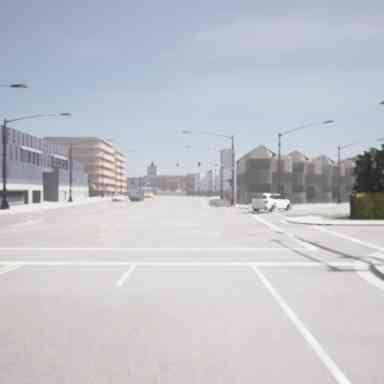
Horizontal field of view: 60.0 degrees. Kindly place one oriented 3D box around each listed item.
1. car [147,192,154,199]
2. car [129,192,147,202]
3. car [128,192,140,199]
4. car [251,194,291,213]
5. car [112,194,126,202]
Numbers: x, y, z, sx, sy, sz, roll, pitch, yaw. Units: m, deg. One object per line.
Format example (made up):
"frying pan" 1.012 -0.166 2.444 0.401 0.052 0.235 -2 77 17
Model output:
"car" -10.139 0.707 77.731 1.882 1.535 5.008 0 1 0
"car" -10.250 1.177 61.871 1.895 1.301 4.718 0 1 1
"car" -13.636 0.744 78.334 1.812 1.442 4.674 0 1 0
"car" 8.650 1.217 36.088 2.150 2.045 5.566 -1 -1 44
"car" -13.737 1.079 62.587 1.812 1.442 4.674 0 2 1
